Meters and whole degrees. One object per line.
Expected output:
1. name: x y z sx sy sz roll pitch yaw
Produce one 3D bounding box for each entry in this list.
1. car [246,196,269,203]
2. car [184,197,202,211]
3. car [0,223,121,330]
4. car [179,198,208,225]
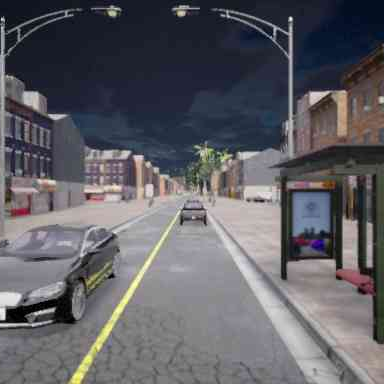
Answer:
1. car: 12.344 1.423 62.714 4.313 1.339 1.947 0 0 0
2. car: 0.097 1.420 41.045 2.128 1.511 4.902 0 0 0
3. car: -2.835 1.475 7.197 2.128 1.511 4.902 0 0 0
4. car: 0.096 1.446 23.720 2.128 1.511 4.902 0 0 0
